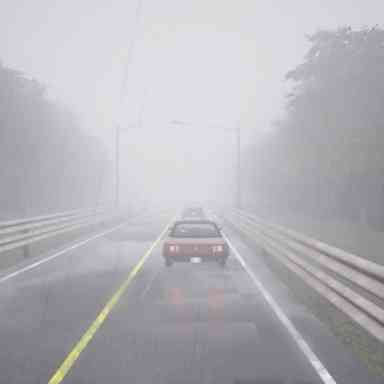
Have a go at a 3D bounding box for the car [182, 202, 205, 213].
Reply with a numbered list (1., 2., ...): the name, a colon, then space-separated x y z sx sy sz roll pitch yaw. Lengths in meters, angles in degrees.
1. car: 0.139 1.630 29.319 1.812 1.442 4.674 0 0 0

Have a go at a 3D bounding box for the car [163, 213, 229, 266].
1. car: 0.114 1.619 11.545 1.895 1.301 4.718 0 0 0
